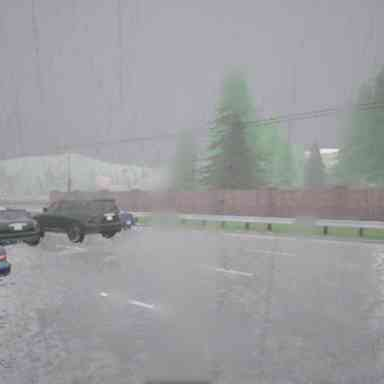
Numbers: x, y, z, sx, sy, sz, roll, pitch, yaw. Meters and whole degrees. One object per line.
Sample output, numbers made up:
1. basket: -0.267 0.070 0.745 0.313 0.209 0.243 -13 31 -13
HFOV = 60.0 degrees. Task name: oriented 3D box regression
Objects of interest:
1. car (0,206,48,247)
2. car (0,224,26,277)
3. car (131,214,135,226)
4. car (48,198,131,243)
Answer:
1. car: -8.613 1.456 14.412 4.553 1.767 2.097 0 0 36
2. car: -6.889 1.620 8.865 5.357 1.411 2.033 0 0 36
3. car: -5.587 1.638 20.849 4.674 1.442 1.812 0 0 35
4. car: -5.955 1.319 16.816 5.566 2.045 2.150 -1 0 36
